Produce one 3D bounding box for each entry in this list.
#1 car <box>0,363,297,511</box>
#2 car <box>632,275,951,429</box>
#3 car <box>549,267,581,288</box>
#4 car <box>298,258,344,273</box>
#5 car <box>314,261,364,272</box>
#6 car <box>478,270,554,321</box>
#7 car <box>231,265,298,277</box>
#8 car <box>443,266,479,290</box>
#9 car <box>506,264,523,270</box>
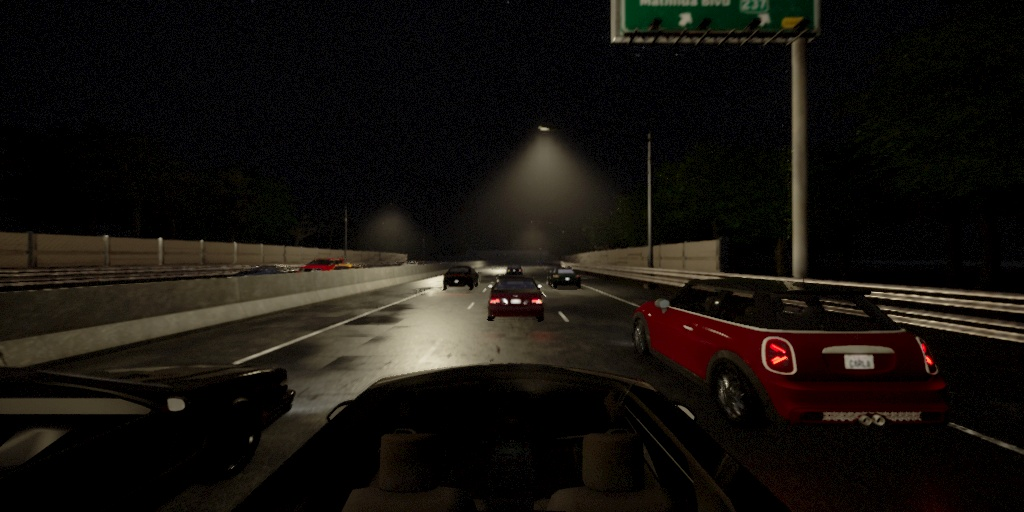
[{"bbox_3d":[-3.400,1.297,1.626,2.033,1.411,5.357,0,0,0],"label":"car"},{"bbox_3d":[3.606,1.134,5.846,2.097,1.767,4.553,0,0,0],"label":"car"},{"bbox_3d":[3.670,1.494,25.711,1.994,1.385,4.181,0,0,0],"label":"car"},{"bbox_3d":[-17.482,1.207,33.384,2.150,2.045,5.566,0,0,0],"label":"car"},{"bbox_3d":[-14.005,1.438,29.999,1.882,1.535,5.008,0,0,0],"label":"car"},{"bbox_3d":[0.118,1.381,12.897,2.033,1.411,5.357,0,0,0],"label":"car"},{"bbox_3d":[-21.002,1.509,30.356,2.033,1.411,5.357,0,0,1],"label":"car"},{"bbox_3d":[-3.338,1.395,24.151,1.882,1.535,5.008,0,0,0],"label":"car"},{"bbox_3d":[0.271,1.588,40.402,2.033,1.411,5.357,0,0,1],"label":"car"}]
